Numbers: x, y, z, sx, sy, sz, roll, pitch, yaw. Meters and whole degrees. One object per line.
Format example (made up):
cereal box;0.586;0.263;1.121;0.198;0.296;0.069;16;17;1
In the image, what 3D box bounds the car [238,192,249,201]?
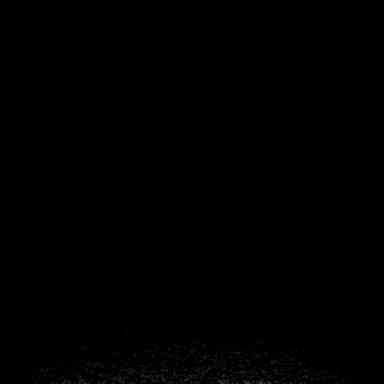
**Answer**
car;9.563;0.793;60.245;1.837;1.490;4.892;-2;1;21
